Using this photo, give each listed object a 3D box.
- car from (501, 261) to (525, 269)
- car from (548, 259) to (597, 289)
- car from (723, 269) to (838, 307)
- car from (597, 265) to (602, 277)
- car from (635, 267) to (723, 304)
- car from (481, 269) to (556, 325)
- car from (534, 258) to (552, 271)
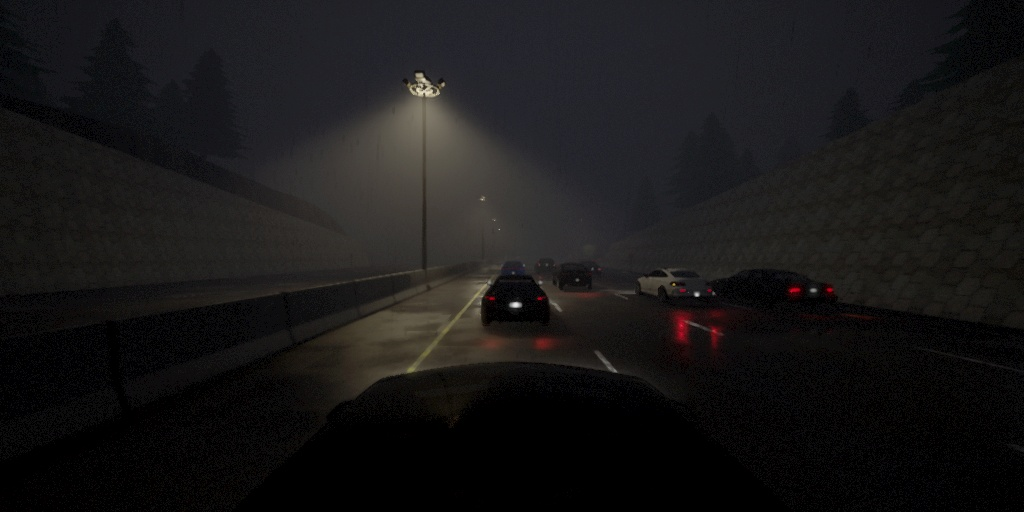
[{"bbox_3d":[0.098,1.134,30.163,1.882,1.535,5.008,0,0,0],"label":"car"},{"bbox_3d":[3.599,1.160,22.170,1.882,1.535,5.008,0,0,0],"label":"car"},{"bbox_3d":[10.599,1.252,15.115,2.033,1.411,5.357,0,0,0],"label":"car"},{"bbox_3d":[7.099,1.190,34.137,2.033,1.411,5.357,0,0,0],"label":"car"},{"bbox_3d":[7.090,1.228,16.071,1.812,1.442,4.674,0,0,0],"label":"car"},{"bbox_3d":[0.099,1.281,11.639,1.994,1.385,4.181,0,0,0],"label":"car"},{"bbox_3d":[3.599,0.979,39.112,2.097,1.767,4.553,0,0,0],"label":"car"}]
